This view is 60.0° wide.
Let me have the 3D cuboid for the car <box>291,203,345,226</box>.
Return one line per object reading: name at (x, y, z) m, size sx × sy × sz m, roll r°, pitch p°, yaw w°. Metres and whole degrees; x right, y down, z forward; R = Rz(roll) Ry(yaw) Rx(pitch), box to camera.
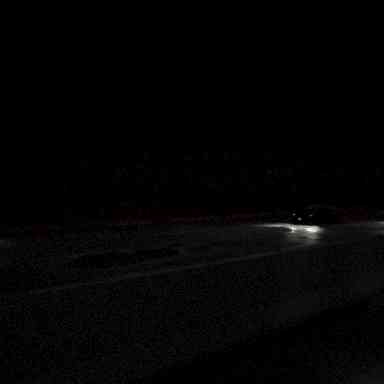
car at (9.069, 1.526, 23.688) m, size 4.674 × 1.442 × 1.812 m, roll 0°, pitch 0°, yaw -37°
